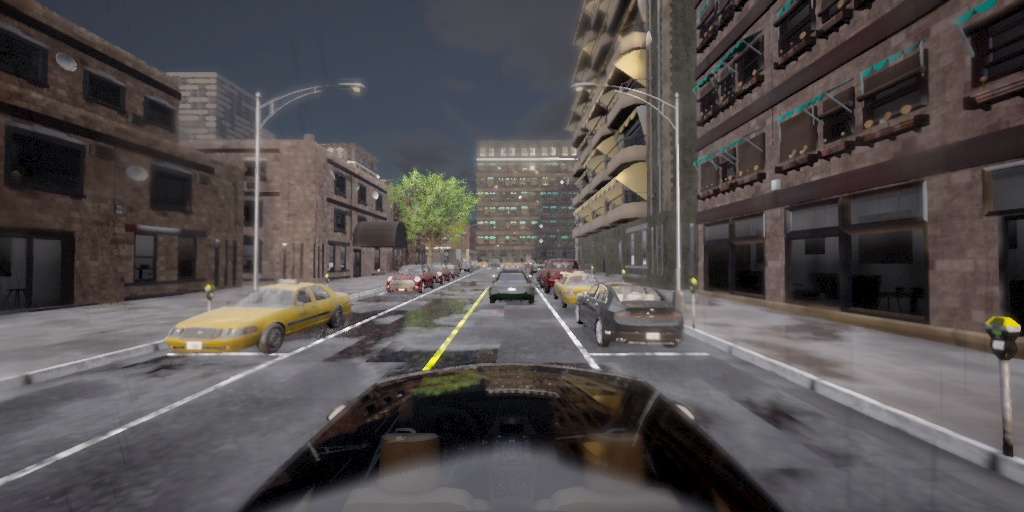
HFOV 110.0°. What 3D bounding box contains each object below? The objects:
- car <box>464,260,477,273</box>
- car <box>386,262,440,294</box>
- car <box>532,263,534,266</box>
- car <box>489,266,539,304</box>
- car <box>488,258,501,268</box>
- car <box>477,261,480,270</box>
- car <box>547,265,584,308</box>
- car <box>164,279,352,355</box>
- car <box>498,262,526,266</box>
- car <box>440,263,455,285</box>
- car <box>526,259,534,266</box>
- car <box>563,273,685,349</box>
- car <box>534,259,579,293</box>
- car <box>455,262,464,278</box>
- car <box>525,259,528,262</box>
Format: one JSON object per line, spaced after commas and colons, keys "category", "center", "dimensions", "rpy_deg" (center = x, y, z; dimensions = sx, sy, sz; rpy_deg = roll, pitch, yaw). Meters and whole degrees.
{"category": "car", "center": [-5.657, 1.336, 43.077], "dimensions": [1.948, 1.339, 4.313], "rpy_deg": [0, 0, 0]}
{"category": "car", "center": [-5.657, 1.194, 20.330], "dimensions": [1.967, 1.591, 4.097], "rpy_deg": [0, 0, 0]}
{"category": "car", "center": [2.691, 1.340, 26.076], "dimensions": [1.802, 1.307, 4.207], "rpy_deg": [0, 0, 0]}
{"category": "car", "center": [0.000, 1.326, 16.502], "dimensions": [1.994, 1.385, 4.181], "rpy_deg": [0, 0, 0]}
{"category": "car", "center": [-3.000, 1.192, 62.540], "dimensions": [2.097, 1.767, 4.553], "rpy_deg": [0, 0, 0]}
{"category": "car", "center": [-5.657, 1.325, 48.765], "dimensions": [2.007, 1.370, 4.403], "rpy_deg": [0, 0, 0]}
{"category": "car", "center": [2.691, 1.277, 14.872], "dimensions": [1.751, 1.417, 4.829], "rpy_deg": [0, 0, 0]}
{"category": "car", "center": [-5.657, 1.275, 8.788], "dimensions": [1.751, 1.417, 4.829], "rpy_deg": [0, 0, 0]}
{"category": "car", "center": [0.000, 1.379, 31.535], "dimensions": [1.895, 1.301, 4.718], "rpy_deg": [0, 0, 0]}
{"category": "car", "center": [-5.657, 1.198, 26.018], "dimensions": [1.967, 1.591, 4.097], "rpy_deg": [0, 0, 0]}
{"category": "car", "center": [2.691, 1.331, 37.449], "dimensions": [1.948, 1.339, 4.313], "rpy_deg": [0, 0, 0]}
{"category": "car", "center": [2.691, 1.300, 9.016], "dimensions": [2.007, 1.370, 4.403], "rpy_deg": [0, 0, 0]}
{"category": "car", "center": [2.691, 1.070, 20.390], "dimensions": [2.192, 1.841, 5.009], "rpy_deg": [0, 0, 0]}
{"category": "car", "center": [-5.657, 1.343, 31.704], "dimensions": [1.802, 1.307, 4.207], "rpy_deg": [0, 0, 0]}
{"category": "car", "center": [2.738, 1.220, 54.506], "dimensions": [1.967, 1.591, 4.097], "rpy_deg": [0, 0, 0]}
